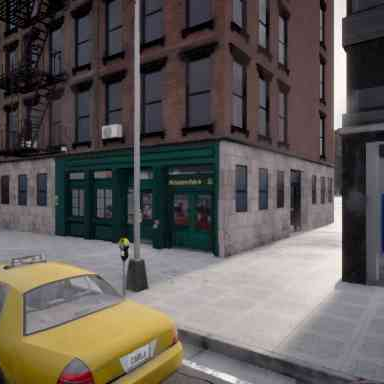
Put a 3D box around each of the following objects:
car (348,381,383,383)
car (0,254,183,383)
[{"bbox_3d":[2.381,1.582,1.109,4.206,1.307,1.802,0,0,35],"label":"car"},{"bbox_3d":[-2.384,1.525,4.507,4.829,1.417,1.752,0,0,35],"label":"car"}]
